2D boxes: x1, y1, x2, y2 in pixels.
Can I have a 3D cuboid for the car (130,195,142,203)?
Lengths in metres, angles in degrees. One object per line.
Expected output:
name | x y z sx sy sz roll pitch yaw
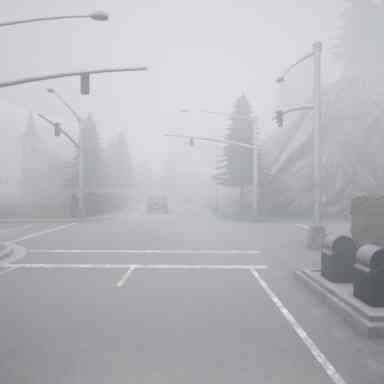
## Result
car | -11.580 1.357 66.531 1.994 1.385 4.181 0 0 -32

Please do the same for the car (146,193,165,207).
car | -5.792 1.222 52.167 2.150 2.045 5.566 0 0 -15

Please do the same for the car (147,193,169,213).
car | -3.756 1.221 37.202 2.150 2.045 5.566 0 0 -2
